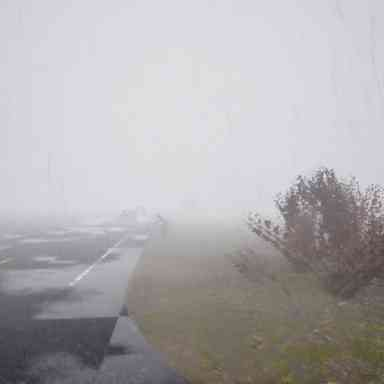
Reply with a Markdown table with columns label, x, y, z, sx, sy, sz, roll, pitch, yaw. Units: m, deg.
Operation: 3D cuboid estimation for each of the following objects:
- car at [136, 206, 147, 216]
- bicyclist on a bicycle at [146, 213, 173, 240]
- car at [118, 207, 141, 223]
| label | x | y | z | sx | sy | sz | roll | pitch | yaw |
| --- | --- | --- | --- | --- | --- | --- | --- | --- | --- |
| car | -9.043 | 3.221 | 58.279 | 2.097 | 1.767 | 4.553 | 0 | -2 | -4 |
| bicyclist on a bicycle | -1.939 | 2.092 | 20.064 | 1.656 | 1.620 | 0.582 | 1 | -2 | -5 |
| car | -7.412 | 2.778 | 38.719 | 2.033 | 1.411 | 5.357 | 0 | -2 | -5 |
